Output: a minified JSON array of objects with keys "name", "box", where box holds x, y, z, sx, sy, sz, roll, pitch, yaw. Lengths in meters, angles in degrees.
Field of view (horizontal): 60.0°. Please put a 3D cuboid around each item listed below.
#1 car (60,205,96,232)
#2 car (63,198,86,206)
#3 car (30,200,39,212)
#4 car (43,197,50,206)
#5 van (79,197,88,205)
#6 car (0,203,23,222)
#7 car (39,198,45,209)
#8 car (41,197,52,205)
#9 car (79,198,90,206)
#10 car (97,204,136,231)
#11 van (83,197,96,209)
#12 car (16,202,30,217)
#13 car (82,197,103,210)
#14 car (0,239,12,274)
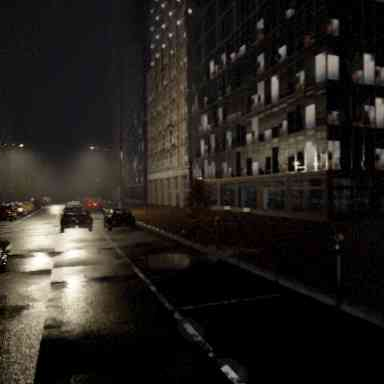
[{"name":"car","box":[-7.565,1.797,21.757,1.895,1.301,4.718,-1,0,-20]},{"name":"car","box":[-13.770,1.841,38.570,2.128,1.511,4.902,-1,0,-20]},{"name":"car","box":[-22.462,2.022,45.410,1.752,1.417,4.829,-1,0,-20]},{"name":"car","box":[-30.403,2.244,66.893,2.008,1.369,4.403,-1,0,-20]},{"name":"van","box":[-24.519,1.989,75.129,1.690,1.788,3.998,-1,0,-20]},{"name":"car","box":[-16.609,1.933,29.576,1.802,1.307,4.206,-1,0,-20]},{"name":"car","box":[-26.462,2.162,56.231,1.947,1.339,4.313,-1,0,-20]},{"name":"car","box":[-36.320,2.152,82.885,2.192,1.841,5.009,-1,0,-20]},{"name":"car","box":[-22.546,2.040,69.799,1.967,1.590,4.097,-1,0,-20]},{"name":"car","box":[-4.808,1.710,21.820,2.008,1.369,4.403,-1,0,-20]},{"name":"van","box":[-16.636,1.795,53.806,1.690,1.788,3.998,-1,0,-20]},{"name":"car","box":[-18.582,1.841,34.907,1.967,1.590,4.097,-1,0,-20]},{"name":"car","box":[-12.696,1.671,43.145,2.192,1.841,5.009,-1,0,-20]},{"name":"car","box":[-5.805,1.715,8.131,1.895,1.301,4.718,-1,0,-20]}]
